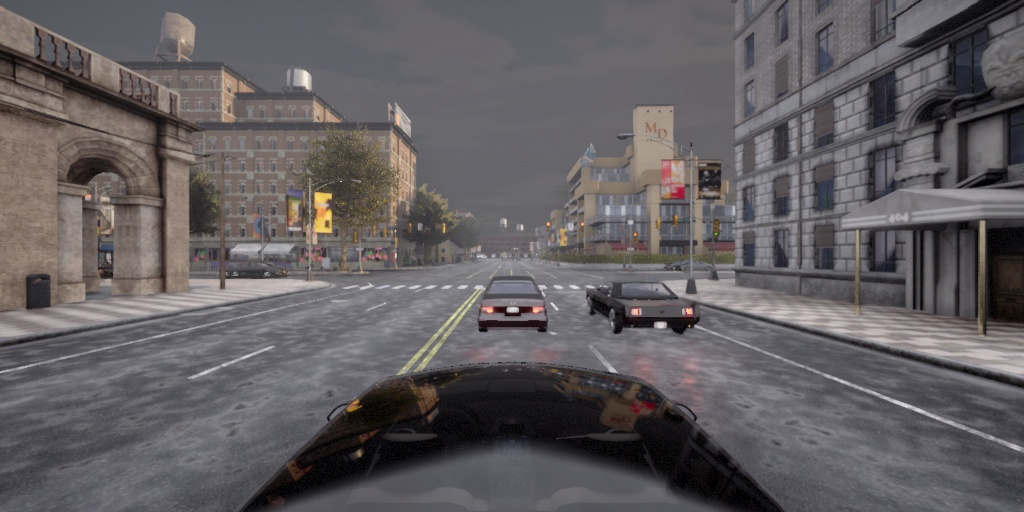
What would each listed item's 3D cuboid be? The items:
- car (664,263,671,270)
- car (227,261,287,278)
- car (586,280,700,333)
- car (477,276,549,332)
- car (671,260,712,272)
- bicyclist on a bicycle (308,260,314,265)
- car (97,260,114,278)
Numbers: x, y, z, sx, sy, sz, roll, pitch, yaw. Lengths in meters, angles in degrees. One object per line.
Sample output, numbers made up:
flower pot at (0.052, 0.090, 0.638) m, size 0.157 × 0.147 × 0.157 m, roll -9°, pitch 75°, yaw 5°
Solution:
car at (23.004, 1.226, 48.255) m, size 4.902 × 1.511 × 2.128 m, roll 0°, pitch 0°, yaw 0°
car at (-23.308, 1.244, 32.904) m, size 4.892 × 1.490 × 1.837 m, roll 0°, pitch 0°, yaw 1°
car at (3.520, 1.348, 10.703) m, size 1.895 × 1.301 × 4.718 m, roll 0°, pitch 0°, yaw 0°
car at (0.019, 1.294, 10.821) m, size 2.033 × 1.411 × 5.357 m, roll 0°, pitch 0°, yaw 0°
car at (22.709, 1.299, 44.758) m, size 4.181 × 1.385 × 1.994 m, roll 0°, pitch 0°, yaw 0°
bicyclist on a bicycle at (-31.369, 1.033, 55.916) m, size 0.582 × 1.620 × 1.656 m, roll 0°, pitch 0°, yaw 0°
car at (-38.574, 1.217, 32.918) m, size 5.008 × 1.535 × 1.882 m, roll 0°, pitch 0°, yaw 0°
